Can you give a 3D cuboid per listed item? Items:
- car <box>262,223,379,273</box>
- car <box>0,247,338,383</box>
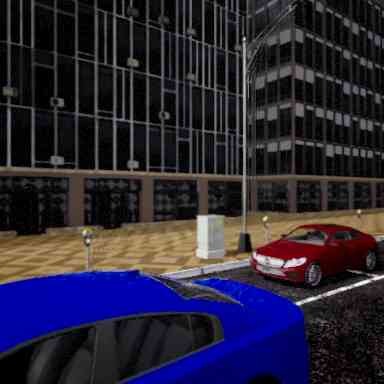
[{"bbox_3d":[3.457,1.535,9.025,4.206,1.307,1.802,0,1,-36],"label":"car"},{"bbox_3d":[-1.197,1.475,2.526,5.008,1.535,1.882,0,0,-36],"label":"car"}]
